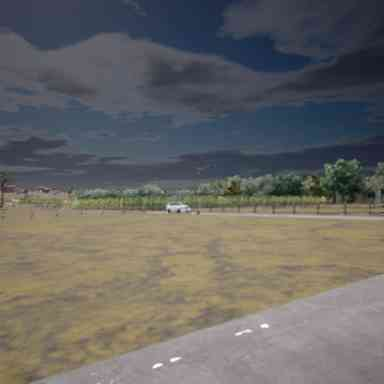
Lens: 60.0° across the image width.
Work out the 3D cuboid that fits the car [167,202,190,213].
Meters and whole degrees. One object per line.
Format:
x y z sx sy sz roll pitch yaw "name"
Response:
-2.551 2.894 61.434 2.150 2.045 5.566 1 -3 -35 "car"
